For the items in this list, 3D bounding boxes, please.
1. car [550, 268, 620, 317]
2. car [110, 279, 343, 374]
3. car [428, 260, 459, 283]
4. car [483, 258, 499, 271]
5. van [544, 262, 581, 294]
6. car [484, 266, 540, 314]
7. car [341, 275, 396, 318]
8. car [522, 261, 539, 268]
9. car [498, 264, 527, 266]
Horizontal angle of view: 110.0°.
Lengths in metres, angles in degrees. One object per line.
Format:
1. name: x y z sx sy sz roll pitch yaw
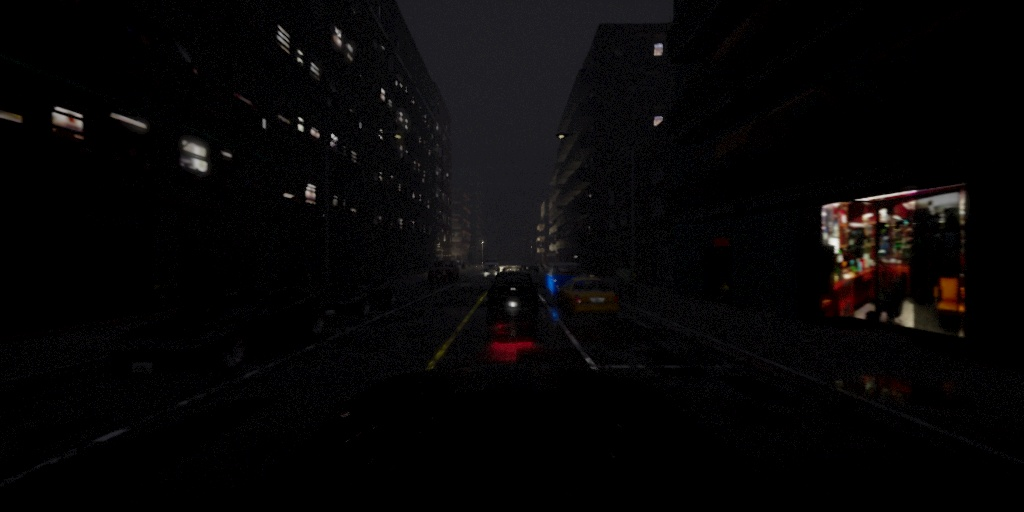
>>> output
1. car: 2.692 1.359 13.546 1.751 1.417 4.829 0 0 0
2. car: -5.690 1.359 7.698 1.948 1.339 4.313 0 0 0
3. car: -5.685 1.275 30.436 2.192 1.841 5.009 0 0 0
4. car: -3.069 1.365 54.172 2.150 2.045 5.566 0 0 0
5. van: 2.694 1.216 19.061 1.690 1.789 3.998 0 0 0
6. car: 0.050 1.346 14.259 1.837 1.490 4.892 0 0 0
7. car: -5.689 1.400 13.382 1.948 1.339 4.313 0 0 0
8. car: 2.701 1.641 47.482 2.007 1.370 4.403 0 0 0
9. car: 0.049 1.547 28.632 1.895 1.301 4.718 0 0 1
